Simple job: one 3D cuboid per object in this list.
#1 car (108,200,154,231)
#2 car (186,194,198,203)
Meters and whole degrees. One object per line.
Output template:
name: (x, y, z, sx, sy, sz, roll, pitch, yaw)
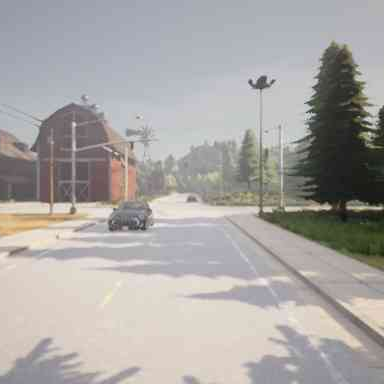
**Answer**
car: (-3.503, 1.302, 19.718, 2.097, 1.767, 4.553, 0, 0, 0)
car: (-0.012, 1.177, 60.709, 1.812, 1.442, 4.674, 0, 0, 0)
